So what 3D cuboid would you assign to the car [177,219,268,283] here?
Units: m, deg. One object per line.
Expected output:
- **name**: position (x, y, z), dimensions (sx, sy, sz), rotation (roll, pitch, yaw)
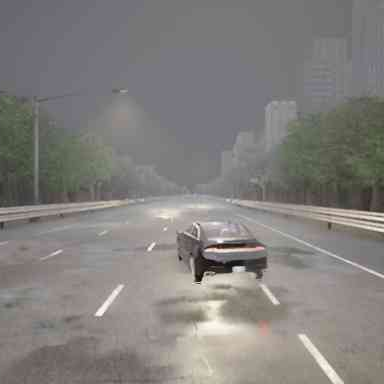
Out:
- **car**: position (0.672, 1.573, 10.021), dimensions (2.128, 1.511, 4.902), rotation (0, 0, -10)
